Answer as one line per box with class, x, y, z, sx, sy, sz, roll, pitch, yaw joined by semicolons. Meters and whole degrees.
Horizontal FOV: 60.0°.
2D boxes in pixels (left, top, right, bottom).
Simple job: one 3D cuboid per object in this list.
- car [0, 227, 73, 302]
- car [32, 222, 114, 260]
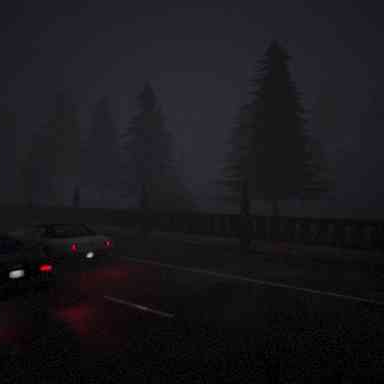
car;-5.355;1.630;7.946;5.357;1.411;2.033;0;-1;38
car;-5.058;1.759;12.135;4.718;1.301;1.895;0;-1;38
